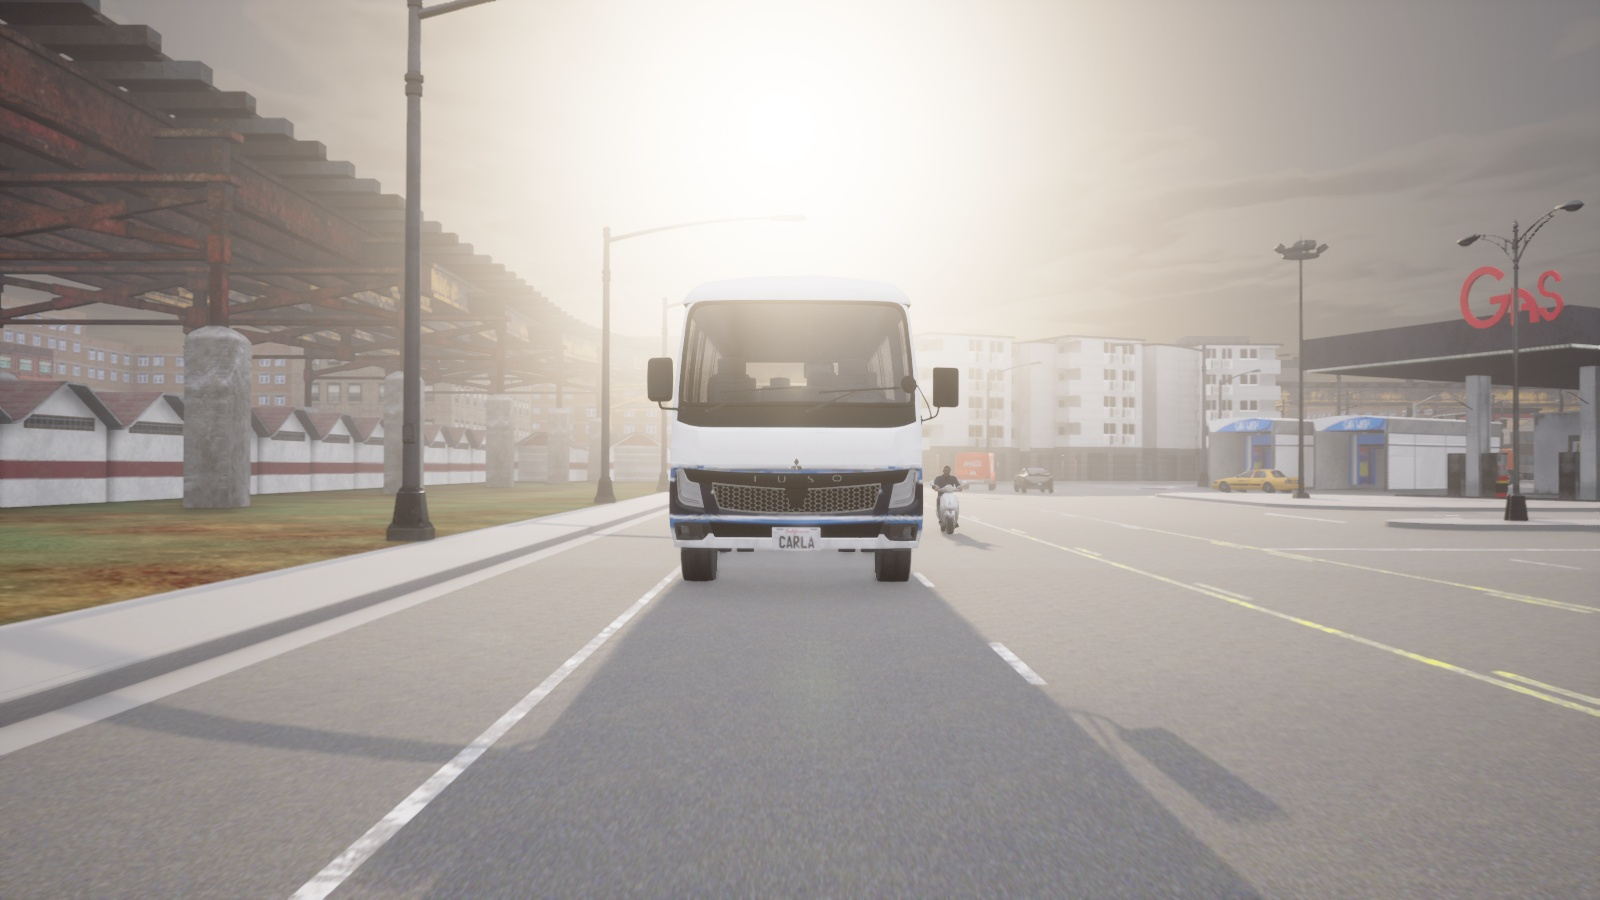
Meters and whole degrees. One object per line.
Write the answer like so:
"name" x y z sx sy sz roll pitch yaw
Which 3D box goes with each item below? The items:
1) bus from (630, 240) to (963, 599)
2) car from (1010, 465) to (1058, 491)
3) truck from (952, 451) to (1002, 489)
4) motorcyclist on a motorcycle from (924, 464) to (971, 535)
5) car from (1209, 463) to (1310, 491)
"bus" -0.056 -0.304 20.056 3.944 4.253 10.273 0 -1 0
"car" 13.912 1.644 74.953 2.128 1.511 4.902 0 -1 2
"truck" 11.798 1.313 83.406 2.627 2.467 5.204 -1 -1 15
"motorcyclist on a motorcycle" 3.428 1.124 29.243 0.866 1.590 1.817 0 -1 0
"car" 26.521 1.549 72.680 1.801 1.575 5.366 0 -1 -36
